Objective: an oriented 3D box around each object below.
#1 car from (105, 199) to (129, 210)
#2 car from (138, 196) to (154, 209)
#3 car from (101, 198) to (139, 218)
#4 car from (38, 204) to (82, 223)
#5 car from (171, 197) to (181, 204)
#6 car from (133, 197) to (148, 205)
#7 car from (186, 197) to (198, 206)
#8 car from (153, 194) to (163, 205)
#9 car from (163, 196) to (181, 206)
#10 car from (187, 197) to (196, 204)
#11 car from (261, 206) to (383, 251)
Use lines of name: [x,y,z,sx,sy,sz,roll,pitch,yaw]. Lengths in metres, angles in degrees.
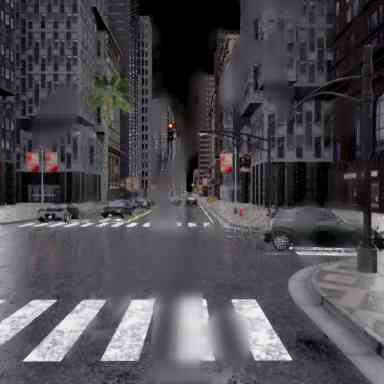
car: [-9.970,1.627,44.577,2.033,1.411,5.357,0,0,0]
car: [-6.717,1.645,45.038,1.994,1.385,4.181,0,0,0]
car: [-6.657,1.569,30.438,2.033,1.411,5.357,0,0,4]
car: [-9.917,1.573,25.232,1.994,1.385,4.181,0,0,0]
car: [-3.382,1.848,70.595,1.994,1.385,4.181,0,-1,0]
car: [-9.926,1.782,64.825,2.033,1.411,5.357,0,-1,0]
car: [-0.055,1.648,57.694,1.882,1.535,5.008,0,0,0]
car: [-6.677,1.436,64.667,2.150,2.045,5.566,0,-1,0]
car: [-3.299,1.519,57.158,2.097,1.767,4.553,0,0,-1]
car: [-0.122,1.814,70.830,1.812,1.442,4.674,0,-1,0]
car: [5.134,1.388,13.439,4.553,1.767,2.097,1,0,8]
